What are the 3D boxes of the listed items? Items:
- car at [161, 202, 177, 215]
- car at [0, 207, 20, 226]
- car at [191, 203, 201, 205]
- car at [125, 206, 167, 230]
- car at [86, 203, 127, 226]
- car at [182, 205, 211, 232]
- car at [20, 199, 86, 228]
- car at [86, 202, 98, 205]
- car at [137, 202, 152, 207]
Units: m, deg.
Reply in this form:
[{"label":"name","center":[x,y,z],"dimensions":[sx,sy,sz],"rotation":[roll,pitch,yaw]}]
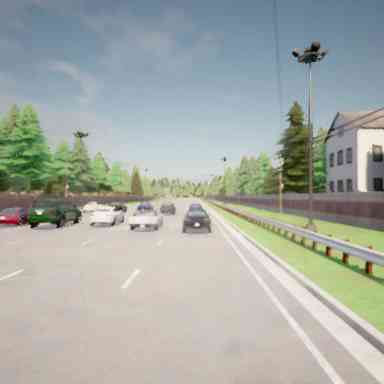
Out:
[{"label":"car","center":[-3.022,2.071,42.441],"dimensions":[2.128,1.511,4.902],"rotation":[0,-1,1]},{"label":"car","center":[-13.635,1.892,26.126],"dimensions":[1.994,1.385,4.181],"rotation":[0,-1,1]},{"label":"car","center":[0.464,2.127,41.790],"dimensions":[2.033,1.411,5.357],"rotation":[0,-1,1]},{"label":"car","center":[-3.160,1.922,23.719],"dimensions":[1.895,1.301,4.718],"rotation":[0,-1,1]},{"label":"car","center":[-6.633,1.873,26.253],"dimensions":[1.812,1.442,4.674],"rotation":[0,-1,1]},{"label":"car","center":[0.323,1.836,22.272],"dimensions":[1.812,1.442,4.674],"rotation":[0,-1,0]},{"label":"car","center":[-10.148,1.543,24.885],"dimensions":[2.150,2.045,5.566],"rotation":[0,-1,1]},{"label":"car","center":[-13.466,2.124,45.688],"dimensions":[1.812,1.442,4.674],"rotation":[0,-1,1]},{"label":"car","center":[-6.460,2.146,46.045],"dimensions":[1.812,1.442,4.674],"rotation":[0,-1,1]}]
